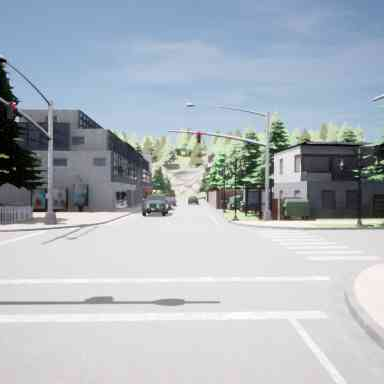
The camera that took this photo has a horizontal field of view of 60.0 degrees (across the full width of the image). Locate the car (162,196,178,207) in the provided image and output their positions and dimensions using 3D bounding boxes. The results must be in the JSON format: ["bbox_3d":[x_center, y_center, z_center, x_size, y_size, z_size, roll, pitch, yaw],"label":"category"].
[{"bbox_3d":[-3.448,1.492,52.972,2.128,1.511,4.902,0,0,0],"label":"car"}]

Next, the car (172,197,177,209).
[{"bbox_3d":[-3.491,1.492,42.704,2.128,1.511,4.902,0,0,0],"label":"car"}]

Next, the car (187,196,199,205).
[{"bbox_3d":[0.251,1.505,59.507,1.837,1.490,4.892,0,0,0],"label":"car"}]

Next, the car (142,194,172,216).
[{"bbox_3d":[-3.519,1.221,32.654,2.150,2.045,5.566,0,0,0],"label":"car"}]
